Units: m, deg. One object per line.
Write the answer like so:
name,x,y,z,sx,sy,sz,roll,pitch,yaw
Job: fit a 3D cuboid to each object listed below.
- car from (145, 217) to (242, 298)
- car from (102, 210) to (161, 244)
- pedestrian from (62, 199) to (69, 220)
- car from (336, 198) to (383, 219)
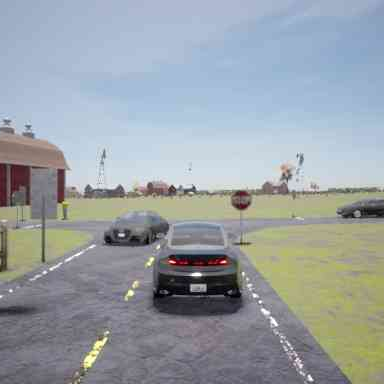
car,0.112,1.506,8.496,1.837,1.490,4.892,0,0,0
car,-2.501,1.566,15.497,1.994,1.385,4.181,0,0,11
pedestrian,-11.157,1.490,29.234,0.375,1.860,0.375,0,0,4
car,13.938,1.262,26.240,4.892,1.490,1.837,-1,0,-4
